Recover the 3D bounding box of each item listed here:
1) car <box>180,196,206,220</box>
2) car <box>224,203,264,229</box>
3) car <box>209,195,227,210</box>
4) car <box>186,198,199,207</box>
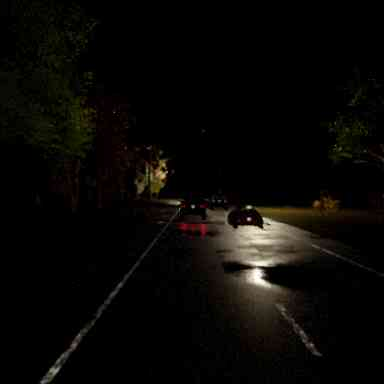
[{"bbox_3d":[0.088,1.348,30.037,2.150,2.045,5.566,0,0,0],"label":"car"},{"bbox_3d":[3.560,1.662,22.700,1.994,1.385,4.181,0,0,0],"label":"car"},{"bbox_3d":[3.583,1.410,45.935,2.150,2.045,5.566,0,0,0],"label":"car"},{"bbox_3d":[0.079,1.769,56.007,2.033,1.411,5.357,0,0,0],"label":"car"}]
